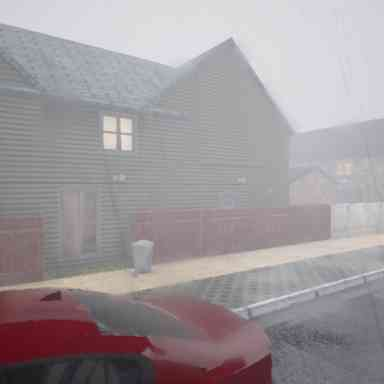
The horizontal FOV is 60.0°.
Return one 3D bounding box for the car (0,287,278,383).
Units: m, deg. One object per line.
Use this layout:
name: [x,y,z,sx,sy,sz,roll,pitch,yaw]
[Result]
car: [-1.664,1.478,1.888,5.008,1.535,1.882,0,0,-35]
